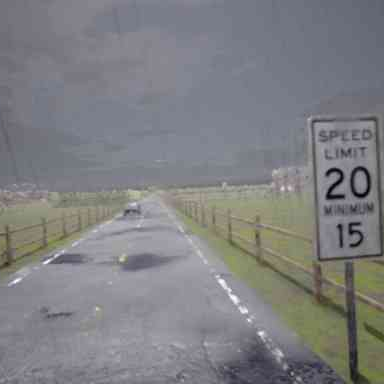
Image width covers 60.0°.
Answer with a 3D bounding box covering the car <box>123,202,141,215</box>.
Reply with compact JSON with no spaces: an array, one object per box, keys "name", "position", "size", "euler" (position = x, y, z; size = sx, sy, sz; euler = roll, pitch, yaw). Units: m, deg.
[{"name":"car","position":[-6.998,1.891,39.184],"size":[2.033,1.411,5.357],"euler":[-3,0,-7]}]
